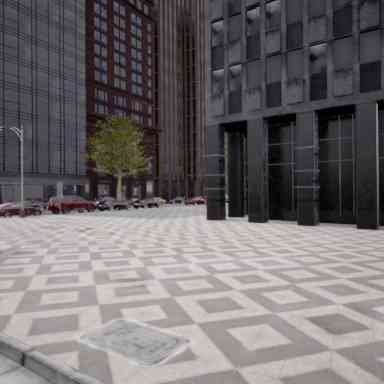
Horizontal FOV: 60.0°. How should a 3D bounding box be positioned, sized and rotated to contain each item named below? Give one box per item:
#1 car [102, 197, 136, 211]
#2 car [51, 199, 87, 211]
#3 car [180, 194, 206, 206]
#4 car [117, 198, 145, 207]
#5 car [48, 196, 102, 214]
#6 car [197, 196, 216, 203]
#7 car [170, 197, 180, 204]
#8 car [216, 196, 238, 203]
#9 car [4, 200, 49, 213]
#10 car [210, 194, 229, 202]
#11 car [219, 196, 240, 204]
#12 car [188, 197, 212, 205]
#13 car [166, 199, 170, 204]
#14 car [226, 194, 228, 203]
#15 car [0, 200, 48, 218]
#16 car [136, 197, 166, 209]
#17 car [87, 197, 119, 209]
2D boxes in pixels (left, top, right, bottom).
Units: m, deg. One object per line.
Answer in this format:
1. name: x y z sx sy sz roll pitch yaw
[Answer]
1. car: -8.976 1.525 38.579 1.947 1.339 4.313 -1 0 35
2. car: -15.997 1.643 43.413 1.802 1.307 4.206 -1 0 35
3. car: 0.610 1.463 52.517 1.887 1.381 4.507 -1 0 35
4. car: -9.605 1.614 52.706 1.802 1.307 4.206 -1 0 35
5. car: -12.173 1.291 33.935 2.192 1.841 5.009 -1 0 35
6. car: 3.178 1.535 71.293 1.887 1.381 4.507 -1 0 35
7. car: -3.214 1.575 62.000 1.947 1.339 4.313 -1 0 35
8. car: 7.117 1.470 66.515 2.033 1.411 5.357 -1 0 35
9. car: -19.193 1.643 38.767 1.947 1.339 4.313 -1 0 35
10. car: 6.372 1.297 75.940 2.192 1.841 5.009 -1 0 35
11. car: 7.001 1.464 61.808 1.947 1.339 4.313 -1 0 35
12. car: 1.455 1.540 58.284 1.895 1.301 4.718 -1 0 34
13. car: -6.507 1.545 57.212 1.752 1.417 4.829 -1 0 35
14. car: 3.803 1.223 57.164 2.192 1.841 5.009 -1 0 35
15. car: -15.366 1.577 29.287 1.802 1.307 4.206 -1 0 35
16. car: -5.781 1.510 43.225 1.947 1.339 4.313 -1 0 35
17. car: -12.803 1.485 48.060 1.967 1.590 4.097 -1 0 35
